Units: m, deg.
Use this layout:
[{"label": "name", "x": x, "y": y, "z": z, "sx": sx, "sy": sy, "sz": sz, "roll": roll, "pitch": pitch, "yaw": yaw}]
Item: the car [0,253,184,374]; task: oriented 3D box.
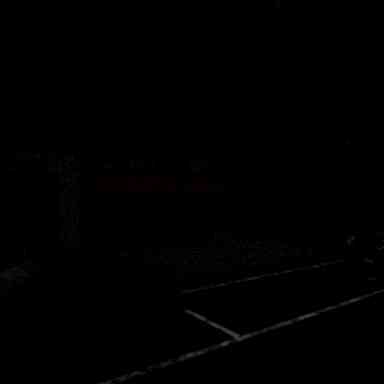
[{"label": "car", "x": -2.080, "y": 1.591, "z": 4.706, "sx": 4.206, "sy": 1.307, "sz": 1.802, "roll": 1, "pitch": 0, "yaw": -35}]

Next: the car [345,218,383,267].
[{"label": "car", "x": 6.909, "y": 1.555, "z": 11.112, "sx": 4.097, "sy": 1.590, "sz": 1.967, "roll": 1, "pitch": 0, "yaw": -35}]
